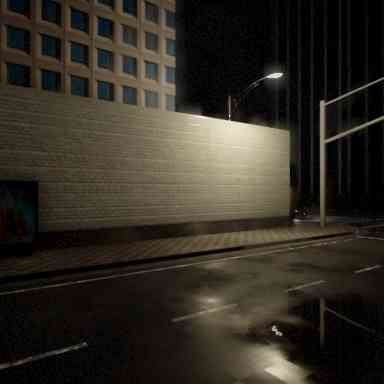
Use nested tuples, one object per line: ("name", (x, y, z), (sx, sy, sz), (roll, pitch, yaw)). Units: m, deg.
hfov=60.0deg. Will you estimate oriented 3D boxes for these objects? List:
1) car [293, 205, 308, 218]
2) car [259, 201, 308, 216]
("car", (8.123, 1.581, 29.977), (1.812, 1.442, 4.674), (0, 0, -36))
("car", (9.324, 1.656, 34.302), (1.895, 1.301, 4.718), (0, 0, -36))
